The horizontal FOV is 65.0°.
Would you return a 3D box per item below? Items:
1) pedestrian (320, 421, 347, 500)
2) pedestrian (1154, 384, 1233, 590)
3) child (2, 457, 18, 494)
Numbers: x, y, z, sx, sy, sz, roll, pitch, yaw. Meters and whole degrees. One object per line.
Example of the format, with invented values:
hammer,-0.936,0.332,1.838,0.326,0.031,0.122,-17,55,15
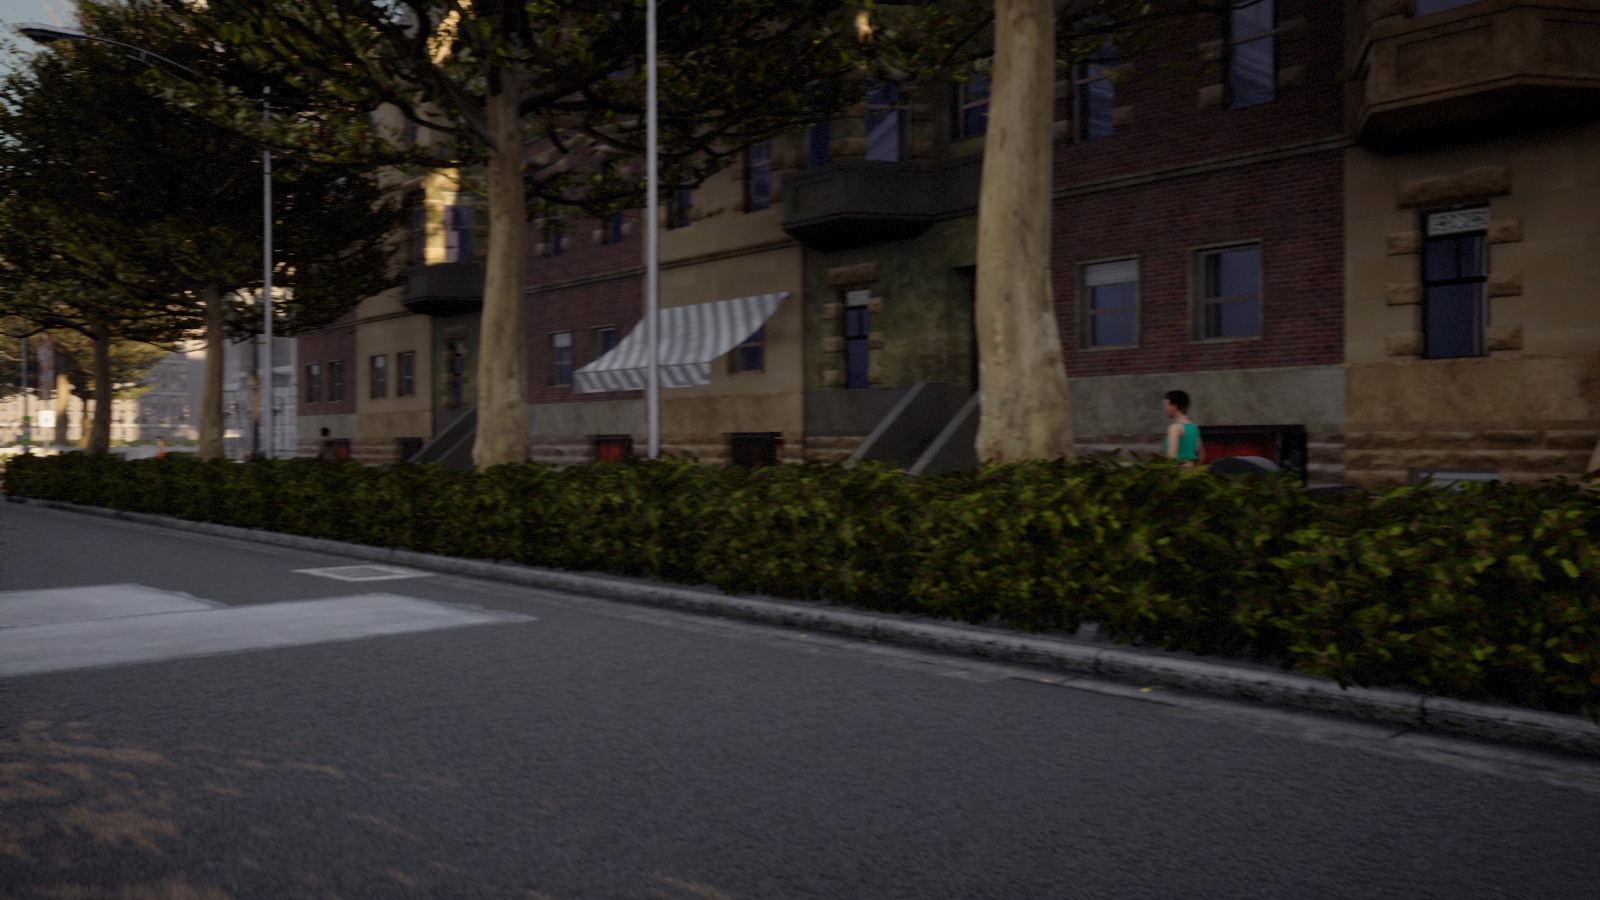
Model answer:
pedestrian,-11.591,0.257,31.219,0.396,1.930,0.692,0,0,-41
pedestrian,3.598,0.326,11.493,0.345,1.836,0.594,0,0,-42
child,-23.977,0.783,38.110,0.394,1.110,0.255,0,0,-30
